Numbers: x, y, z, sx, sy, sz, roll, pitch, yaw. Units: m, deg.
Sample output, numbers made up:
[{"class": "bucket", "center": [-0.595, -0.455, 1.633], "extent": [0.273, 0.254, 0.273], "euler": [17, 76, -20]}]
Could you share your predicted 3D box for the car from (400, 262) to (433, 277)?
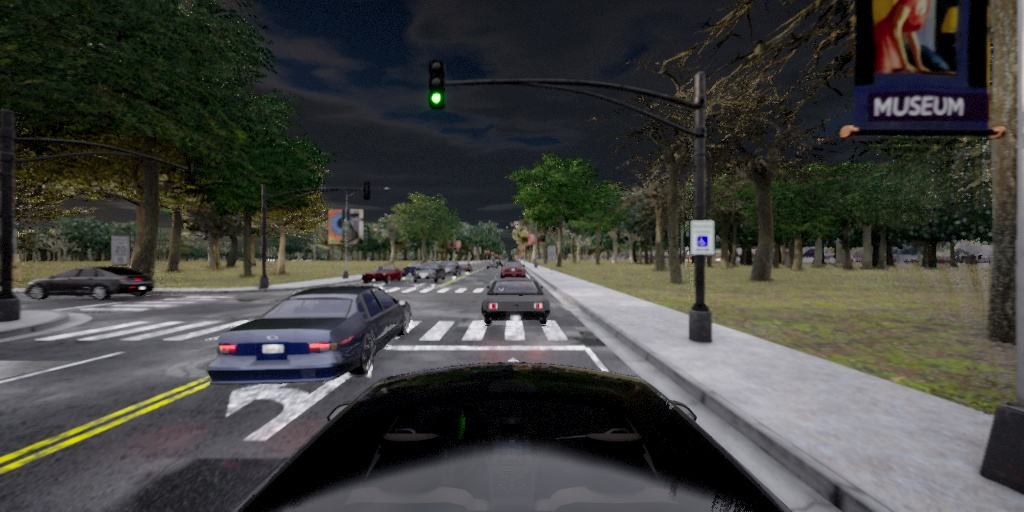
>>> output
[{"class": "car", "center": [-9.854, 1.380, 37.375], "extent": [2.033, 1.411, 5.357], "euler": [0, 0, 0]}]

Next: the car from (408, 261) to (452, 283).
[{"class": "car", "center": [-6.603, 1.303, 29.198], "extent": [2.128, 1.511, 4.902], "euler": [0, 0, 0]}]

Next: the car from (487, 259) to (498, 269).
[{"class": "car", "center": [-3.244, 1.451, 60.360], "extent": [2.033, 1.411, 5.357], "euler": [0, 0, 0]}]

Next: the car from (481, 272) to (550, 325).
[{"class": "car", "center": [0.098, 1.373, 11.815], "extent": [1.895, 1.301, 4.718], "euler": [0, 0, 0]}]

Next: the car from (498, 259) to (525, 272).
[{"class": "car", "center": [0.093, 1.170, 31.931], "extent": [2.097, 1.767, 4.553], "euler": [0, 0, 0]}]

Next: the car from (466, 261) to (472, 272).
[{"class": "car", "center": [-6.572, 1.392, 48.770], "extent": [1.812, 1.442, 4.674], "euler": [0, 0, 0]}]

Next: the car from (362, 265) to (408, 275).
[{"class": "car", "center": [-9.855, 1.409, 27.722], "extent": [1.895, 1.301, 4.718], "euler": [0, 0, 0]}]

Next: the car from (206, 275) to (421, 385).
[{"class": "car", "center": [-3.441, 1.310, 7.353], "extent": [2.033, 1.411, 5.357], "euler": [0, 0, -5]}]

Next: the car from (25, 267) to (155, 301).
[{"class": "car", "center": [-19.948, 1.271, 17.051], "extent": [4.892, 1.490, 1.837], "euler": [0, 0, 1]}]

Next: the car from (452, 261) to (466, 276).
[{"class": "car", "center": [-6.602, 1.328, 38.534], "extent": [2.128, 1.511, 4.902], "euler": [0, 0, 0]}]
